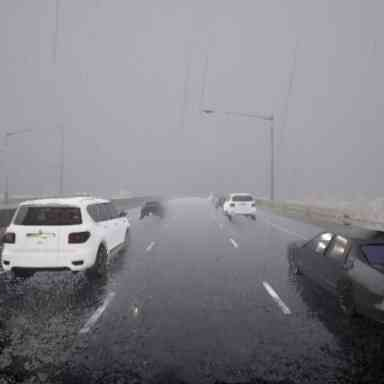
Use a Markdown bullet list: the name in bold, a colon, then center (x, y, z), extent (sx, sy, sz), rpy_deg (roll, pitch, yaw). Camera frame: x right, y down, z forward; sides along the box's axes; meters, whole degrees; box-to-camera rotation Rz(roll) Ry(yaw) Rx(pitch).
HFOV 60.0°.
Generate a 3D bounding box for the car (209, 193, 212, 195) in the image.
- **car**: center (4.800, 1.402, 65.714), extent (2.163, 1.488, 4.792), rpy_deg (0, 0, 2)

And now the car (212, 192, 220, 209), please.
- **car**: center (4.087, 1.257, 43.821), extent (2.097, 1.767, 4.553), rpy_deg (0, 0, 2)

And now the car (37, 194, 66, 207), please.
- **car**: center (-20.358, 1.253, 48.398), extent (2.097, 1.767, 4.553), rpy_deg (0, 0, 2)

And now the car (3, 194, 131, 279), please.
- **car**: center (-3.358, 1.191, 10.090), extent (2.150, 2.045, 5.566), rpy_deg (0, 0, 0)

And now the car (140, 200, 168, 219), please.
- **car**: center (-3.146, 1.430, 28.047), extent (1.837, 1.490, 4.892), rpy_deg (0, 0, 1)

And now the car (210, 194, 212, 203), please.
- **car**: center (4.409, 1.404, 54.798), extent (2.163, 1.488, 4.792), rpy_deg (0, 0, 2)

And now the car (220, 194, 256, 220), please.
- **car**: center (3.842, 1.148, 27.377), extent (2.150, 2.045, 5.566), rpy_deg (0, 0, 1)

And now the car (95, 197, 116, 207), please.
- **car**: center (-13.259, 1.464, 51.378), extent (1.994, 1.385, 4.181), rpy_deg (0, 0, 2)

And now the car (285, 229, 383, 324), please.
- **car**: center (3.619, 1.526, 7.235), extent (2.033, 1.411, 5.357), rpy_deg (0, 0, 0)
